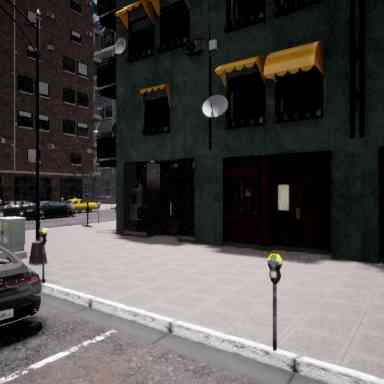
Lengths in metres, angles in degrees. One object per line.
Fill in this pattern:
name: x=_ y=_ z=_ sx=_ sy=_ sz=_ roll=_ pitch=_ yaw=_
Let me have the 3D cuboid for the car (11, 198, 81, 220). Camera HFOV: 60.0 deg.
car: x=-11.179 y=1.345 z=25.690 sx=1.994 sy=1.385 sz=4.181 roll=0 pitch=1 yaw=35

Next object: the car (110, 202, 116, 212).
car: x=-5.947 y=1.147 z=33.155 sx=2.128 sy=1.511 sz=4.902 roll=0 pitch=1 yaw=35

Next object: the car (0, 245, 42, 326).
car: x=-4.496 y=1.551 z=6.092 sx=4.403 sy=1.369 sz=2.008 roll=0 pitch=0 yaw=36

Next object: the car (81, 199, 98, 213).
car: x=-10.933 y=1.250 z=30.537 sx=1.752 sy=1.417 sz=4.829 roll=1 pitch=1 yaw=35

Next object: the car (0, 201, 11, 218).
car: x=-14.029 y=1.350 z=26.116 sx=2.008 sy=1.369 sz=4.403 roll=1 pitch=1 yaw=35
